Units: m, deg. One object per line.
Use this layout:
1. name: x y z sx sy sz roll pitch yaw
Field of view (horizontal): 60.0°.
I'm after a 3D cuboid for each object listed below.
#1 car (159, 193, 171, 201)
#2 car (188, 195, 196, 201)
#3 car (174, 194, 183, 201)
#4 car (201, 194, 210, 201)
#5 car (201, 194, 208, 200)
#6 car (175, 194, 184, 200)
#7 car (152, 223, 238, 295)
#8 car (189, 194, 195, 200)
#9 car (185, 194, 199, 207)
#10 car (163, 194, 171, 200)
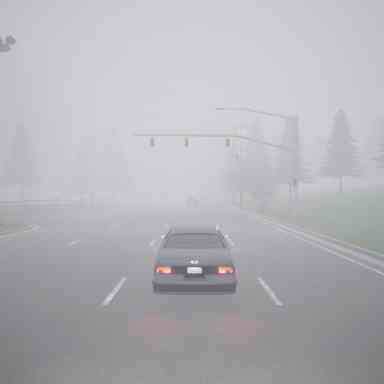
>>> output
1. car: -6.998 1.217 83.601 2.150 2.045 5.566 0 0 0
2. car: 0.002 1.531 83.570 2.033 1.411 5.357 0 0 0
3. car: -3.498 1.516 83.987 1.812 1.442 4.674 0 0 0
4. car: 3.502 1.492 83.570 1.837 1.490 4.892 0 0 0
5. car: 3.502 1.310 93.990 1.882 1.535 5.008 0 0 0
6. car: -3.498 1.357 93.990 2.128 1.511 4.902 0 0 0
7. car: 0.067 1.547 8.888 2.033 1.411 5.357 0 0 0
8. car: 0.002 1.310 93.990 1.882 1.535 5.008 0 0 0
9. car: -0.001 1.352 52.927 2.097 1.767 4.553 0 0 0
10. car: -6.998 1.385 93.991 1.994 1.385 4.181 0 0 0
